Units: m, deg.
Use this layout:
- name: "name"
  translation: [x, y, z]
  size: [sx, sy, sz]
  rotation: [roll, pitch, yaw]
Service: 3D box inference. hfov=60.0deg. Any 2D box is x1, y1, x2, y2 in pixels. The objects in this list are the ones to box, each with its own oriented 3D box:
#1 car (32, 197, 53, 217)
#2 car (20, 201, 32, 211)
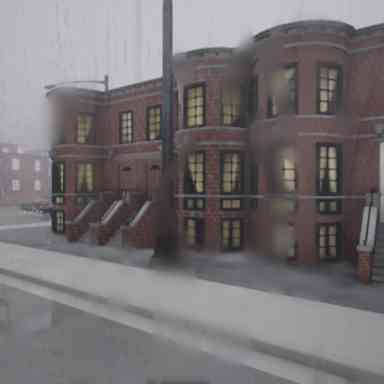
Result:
- name: "car"
  translation: [-10.812, 1.414, 28.992]
  size: [2.128, 1.511, 4.902]
  rotation: [0, 0, 36]
- name: "car"
  translation: [-17.189, 1.367, 38.394]
  size: [1.882, 1.535, 5.008]
  rotation: [0, 0, 36]
